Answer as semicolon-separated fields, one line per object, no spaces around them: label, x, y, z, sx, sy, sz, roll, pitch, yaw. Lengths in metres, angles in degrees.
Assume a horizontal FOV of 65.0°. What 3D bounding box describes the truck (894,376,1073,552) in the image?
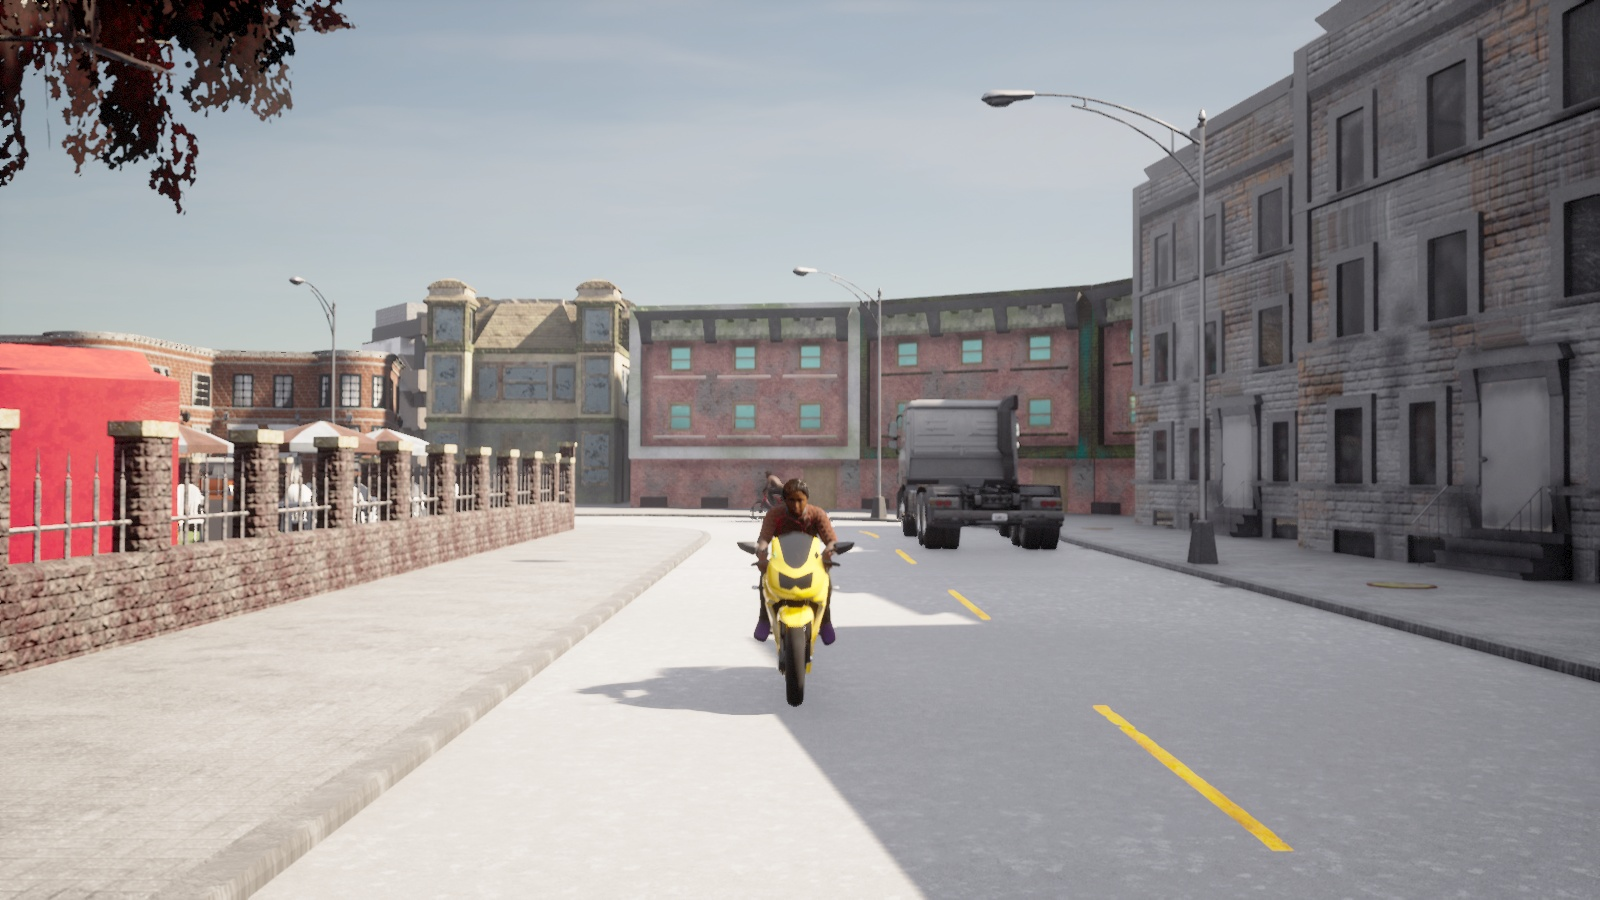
truck;3.921;0.343;28.732;2.891;3.462;7.936;0;-1;0

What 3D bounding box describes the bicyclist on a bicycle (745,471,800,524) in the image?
bicyclist on a bicycle;-0.869;1.493;39.391;1.656;1.620;0.582;-1;0;35

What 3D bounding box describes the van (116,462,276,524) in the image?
van;-19.919;1.407;41.525;4.442;1.987;1.775;0;-1;0

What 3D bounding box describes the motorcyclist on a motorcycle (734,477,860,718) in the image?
motorcyclist on a motorcycle;-0.024;0.964;9.030;0.797;1.523;2.044;0;-1;0
